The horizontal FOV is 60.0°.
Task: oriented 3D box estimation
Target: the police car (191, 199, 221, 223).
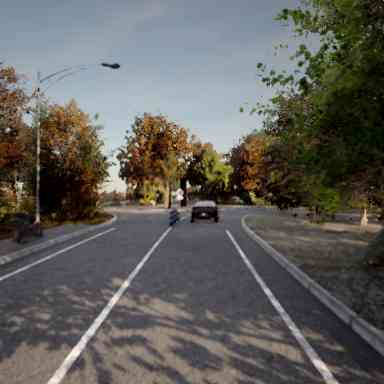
[{"bbox_3d":[1.087,1.350,25.021,1.930,1.638,5.238,0,-1,6],"label":"police car"}]
